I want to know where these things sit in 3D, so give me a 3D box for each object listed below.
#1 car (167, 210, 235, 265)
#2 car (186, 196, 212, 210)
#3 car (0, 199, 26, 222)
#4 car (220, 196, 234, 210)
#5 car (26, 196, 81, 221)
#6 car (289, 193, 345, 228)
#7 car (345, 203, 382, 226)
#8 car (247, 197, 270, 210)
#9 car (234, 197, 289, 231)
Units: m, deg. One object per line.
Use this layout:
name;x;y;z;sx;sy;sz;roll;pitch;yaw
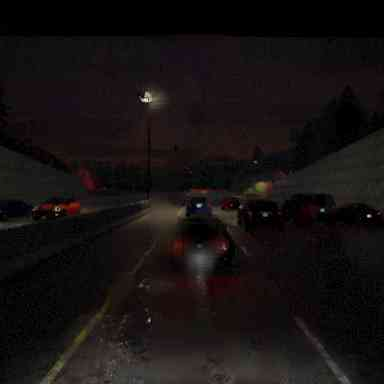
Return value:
car;0.285;1.525;11.398;1.895;1.301;4.718;0;0;1
car;0.600;1.160;29.022;2.097;1.767;4.553;0;0;1
car;-13.605;1.278;24.412;1.882;1.535;5.008;0;0;1
car;4.256;1.238;37.691;1.882;1.535;5.008;0;0;1
car;-10.087;1.156;25.030;2.097;1.767;4.553;0;1;1
car;7.471;1.100;21.587;2.150;2.045;5.566;0;1;1
car;10.987;1.443;22.582;1.994;1.385;4.181;0;0;1
car;7.787;1.360;39.406;1.895;1.301;4.718;0;0;1
car;3.932;1.232;19.714;2.097;1.767;4.553;0;0;1
